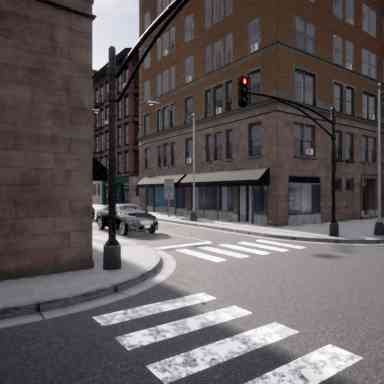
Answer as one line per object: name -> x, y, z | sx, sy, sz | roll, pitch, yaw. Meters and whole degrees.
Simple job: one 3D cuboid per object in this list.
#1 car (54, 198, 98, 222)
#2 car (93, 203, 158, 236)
car -> -9.126, 1.323, 25.853 | 1.882, 1.535, 5.008 | 0, 0, -36
car -> -3.639, 1.395, 18.144 | 2.128, 1.511, 4.902 | 0, 0, -37
